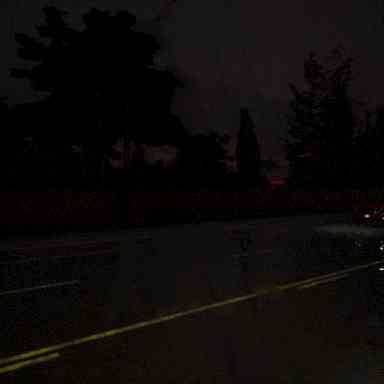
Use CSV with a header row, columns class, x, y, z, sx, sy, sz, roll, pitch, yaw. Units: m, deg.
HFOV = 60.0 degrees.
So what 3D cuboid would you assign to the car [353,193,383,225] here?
class,x,y,z,sx,sy,sz,roll,pitch,yaw
car,12.855,1.080,21.757,5.566,2.045,2.150,0,0,-35
